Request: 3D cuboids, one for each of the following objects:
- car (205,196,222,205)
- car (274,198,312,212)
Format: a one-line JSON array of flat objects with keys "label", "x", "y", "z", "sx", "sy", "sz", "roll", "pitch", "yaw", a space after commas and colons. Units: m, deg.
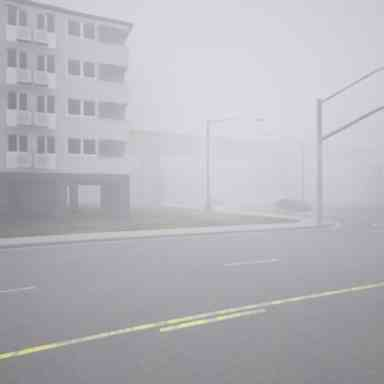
[{"label": "car", "x": 3.497, "y": 1.424, "z": 55.094, "sx": 2.128, "sy": 1.511, "sz": 4.902, "roll": 0, "pitch": 0, "yaw": -11}, {"label": "car", "x": 11.177, "y": 1.442, "z": 37.171, "sx": 1.837, "sy": 1.490, "sz": 4.892, "roll": 0, "pitch": 0, "yaw": -25}]
